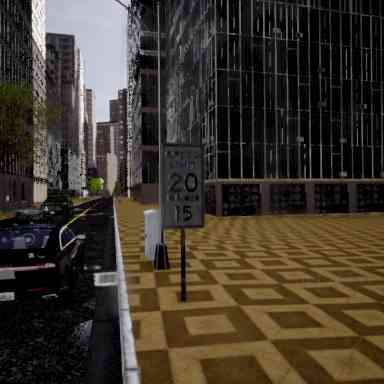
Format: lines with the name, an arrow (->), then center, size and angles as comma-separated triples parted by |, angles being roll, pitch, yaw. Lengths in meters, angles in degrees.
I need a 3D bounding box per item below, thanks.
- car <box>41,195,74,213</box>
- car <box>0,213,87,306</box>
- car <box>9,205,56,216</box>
car -> -11.487, 1.267, 28.524 | 2.150, 2.045, 5.566 | -1, 0, -13
car -> -3.630, 1.496, 7.794 | 2.128, 1.511, 4.902 | -1, 0, -13
car -> -9.044, 1.636, 18.225 | 1.895, 1.301, 4.718 | -1, 0, -13
